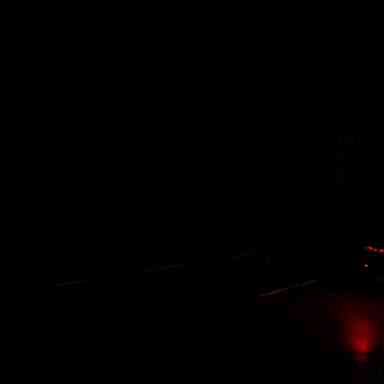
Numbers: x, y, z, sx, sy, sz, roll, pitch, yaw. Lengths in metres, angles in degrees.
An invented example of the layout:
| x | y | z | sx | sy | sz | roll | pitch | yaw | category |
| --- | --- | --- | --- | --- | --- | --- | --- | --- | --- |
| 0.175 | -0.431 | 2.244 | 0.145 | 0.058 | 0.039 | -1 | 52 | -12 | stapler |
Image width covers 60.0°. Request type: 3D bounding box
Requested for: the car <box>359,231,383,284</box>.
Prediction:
| x | y | z | sx | sy | sz | roll | pitch | yaw | category |
| --- | --- | --- | --- | --- | --- | --- | --- | --- | --- |
| 6.027 | 1.436 | 8.159 | 4.902 | 1.511 | 2.128 | -1 | 0 | -36 | car |
